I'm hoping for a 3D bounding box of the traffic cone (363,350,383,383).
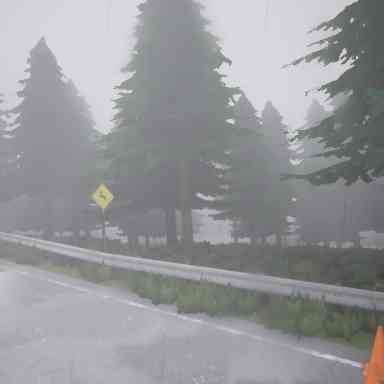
[{"bbox_3d":[1.784,1.956,3.273,0.340,0.580,0.340,0,0,33],"label":"traffic cone"}]

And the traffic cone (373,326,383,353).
[{"bbox_3d":[2.328,1.956,4.109,0.340,0.580,0.340,0,0,34],"label":"traffic cone"}]
